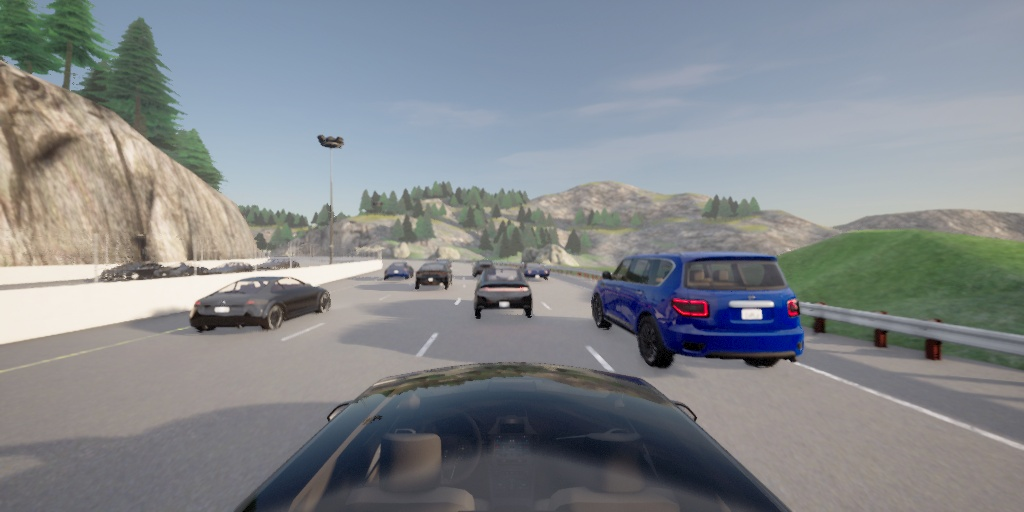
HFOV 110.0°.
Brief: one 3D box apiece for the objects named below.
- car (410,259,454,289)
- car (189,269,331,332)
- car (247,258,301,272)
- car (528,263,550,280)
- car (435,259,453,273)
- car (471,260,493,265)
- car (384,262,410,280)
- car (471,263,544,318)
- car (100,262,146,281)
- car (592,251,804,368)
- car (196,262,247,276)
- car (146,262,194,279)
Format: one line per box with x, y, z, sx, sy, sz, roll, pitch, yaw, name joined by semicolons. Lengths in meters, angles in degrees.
-4.704;1.126;22.070;1.882;1.535;5.008;0;0;-6;car
-7.263;1.283;10.859;1.994;1.385;4.181;0;0;-3;car
-20.133;0.835;31.000;2.033;1.411;5.357;0;0;-10;car
1.566;1.196;28.370;1.895;1.301;4.718;0;0;-8;car
-7.681;1.080;40.230;1.812;1.442;4.674;0;0;-12;car
-2.488;1.093;31.580;1.837;1.490;4.892;0;0;-9;car
-9.295;1.182;29.810;1.994;1.385;4.181;0;0;-9;car
-0.365;1.180;12.818;2.128;1.511;4.902;0;0;-3;car
-30.473;1.242;29.177;1.837;1.490;4.892;0;0;-10;car
3.409;0.927;7.910;2.150;2.045;5.566;0;0;-2;car
-23.579;1.215;30.394;2.033;1.411;5.357;0;0;-10;car
-26.972;1.235;29.430;1.994;1.385;4.181;0;0;-10;car
